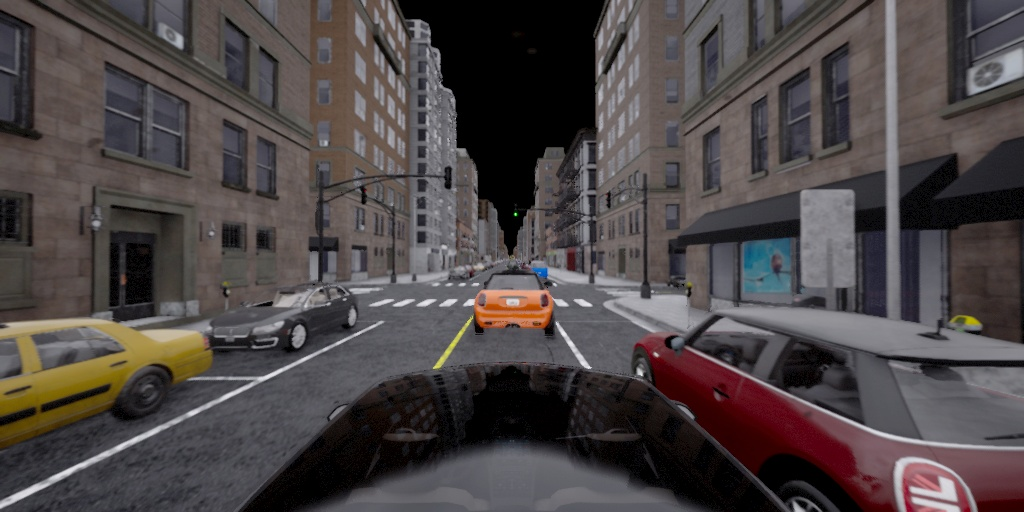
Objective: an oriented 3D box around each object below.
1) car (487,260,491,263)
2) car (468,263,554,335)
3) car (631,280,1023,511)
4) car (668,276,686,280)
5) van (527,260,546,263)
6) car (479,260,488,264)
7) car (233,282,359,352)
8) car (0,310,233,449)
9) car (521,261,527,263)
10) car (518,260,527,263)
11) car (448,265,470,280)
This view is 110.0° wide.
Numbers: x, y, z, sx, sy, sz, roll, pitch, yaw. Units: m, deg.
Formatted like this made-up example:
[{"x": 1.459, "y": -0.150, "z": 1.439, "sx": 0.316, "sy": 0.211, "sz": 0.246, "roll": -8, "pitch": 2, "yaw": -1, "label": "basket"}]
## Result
[{"x": -5.335, "y": 1.965, "z": 64.508, "sx": 1.948, "sy": 1.339, "sz": 4.313, "roll": 0, "pitch": 0, "yaw": 0, "label": "car"}, {"x": 0.172, "y": 1.199, "z": 11.067, "sx": 2.097, "sy": 1.767, "sz": 4.553, "roll": 0, "pitch": -1, "yaw": 4, "label": "car"}, {"x": 2.638, "y": 1.209, "z": 3.503, "sx": 1.967, "sy": 1.591, "sz": 4.097, "roll": 0, "pitch": 0, "yaw": 0, "label": "car"}, {"x": 13.287, "y": 1.620, "z": 23.923, "sx": 5.357, "sy": 1.411, "sz": 2.033, "roll": 0, "pitch": -1, "yaw": -1, "label": "car"}, {"x": 2.666, "y": 1.451, "z": 36.101, "sx": 1.690, "sy": 1.789, "sz": 3.998, "roll": 0, "pitch": 0, "yaw": 0, "label": "van"}, {"x": -5.340, "y": 1.869, "z": 58.656, "sx": 1.751, "sy": 1.417, "sz": 4.829, "roll": 0, "pitch": 0, "yaw": 0, "label": "car"}, {"x": -5.383, "y": 1.377, "z": 9.019, "sx": 2.007, "sy": 1.370, "sz": 4.403, "roll": 0, "pitch": 0, "yaw": 0, "label": "car"}, {"x": -5.387, "y": 1.294, "z": 3.331, "sx": 1.751, "sy": 1.417, "sz": 4.829, "roll": 0, "pitch": 0, "yaw": 0, "label": "car"}, {"x": 2.685, "y": 1.926, "z": 58.826, "sx": 1.802, "sy": 1.307, "sz": 4.207, "roll": 0, "pitch": 0, "yaw": 0, "label": "car"}, {"x": 2.690, "y": 1.714, "z": 64.507, "sx": 2.192, "sy": 1.841, "sz": 5.009, "roll": 0, "pitch": 0, "yaw": 0, "label": "car"}, {"x": -5.359, "y": 1.660, "z": 36.099, "sx": 2.007, "sy": 1.370, "sz": 4.403, "roll": 0, "pitch": 0, "yaw": 0, "label": "car"}]
